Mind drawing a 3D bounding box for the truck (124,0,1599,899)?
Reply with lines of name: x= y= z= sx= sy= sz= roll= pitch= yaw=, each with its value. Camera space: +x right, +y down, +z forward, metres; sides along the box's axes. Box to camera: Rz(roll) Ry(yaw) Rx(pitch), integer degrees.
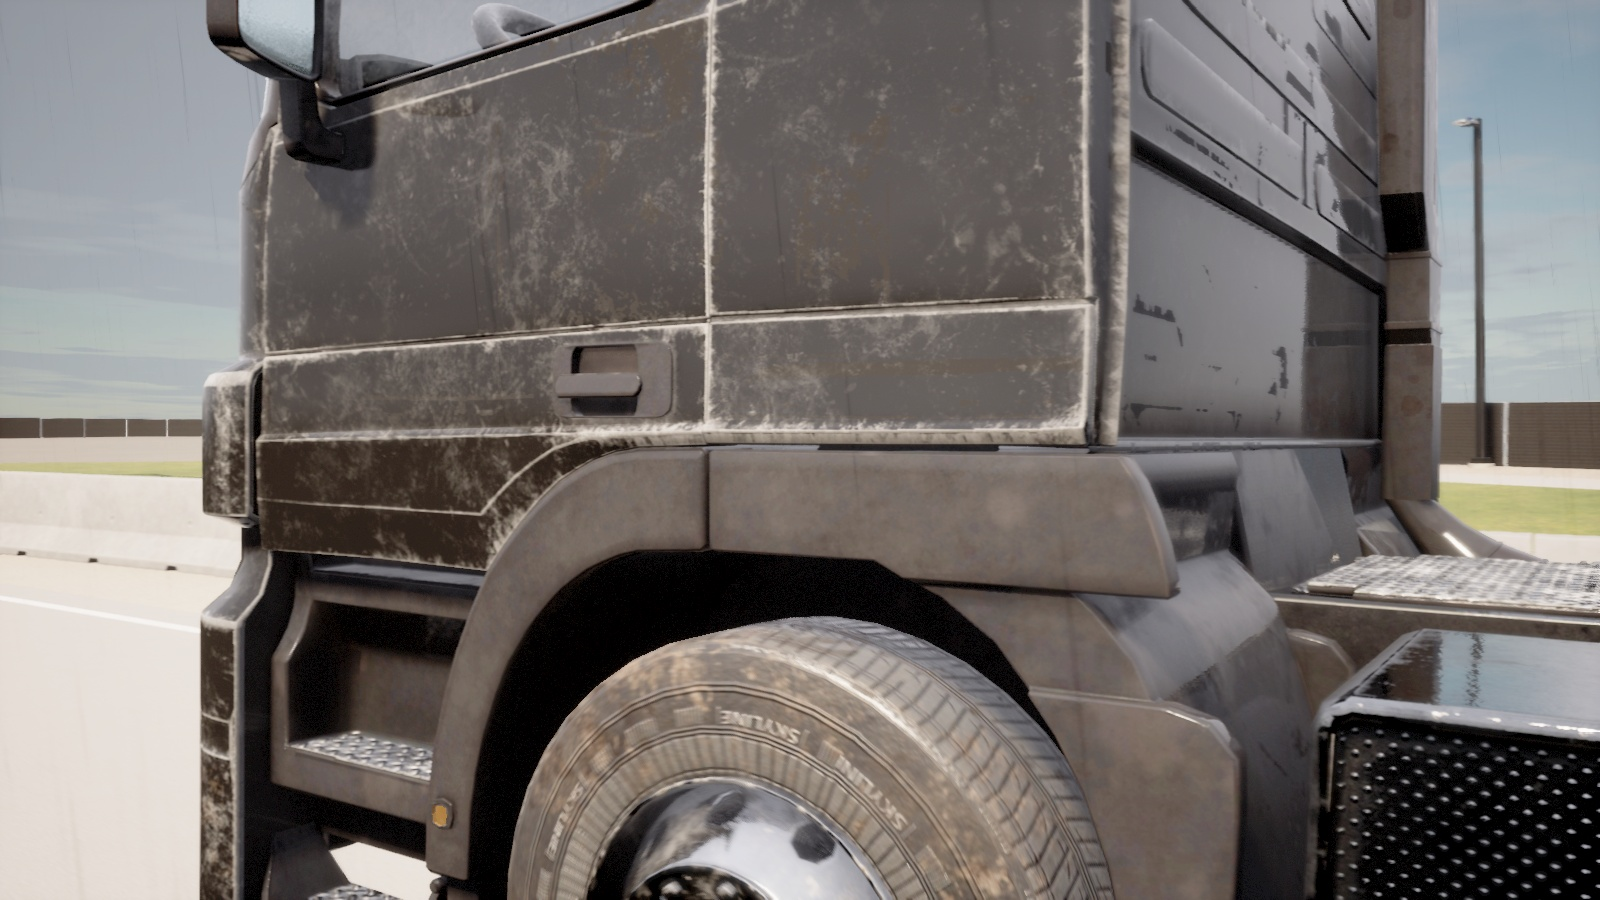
truck: x=2.557 y=-0.299 z=1.905 sx=7.936 sy=3.462 sz=2.891 roll=0 pitch=1 yaw=34
